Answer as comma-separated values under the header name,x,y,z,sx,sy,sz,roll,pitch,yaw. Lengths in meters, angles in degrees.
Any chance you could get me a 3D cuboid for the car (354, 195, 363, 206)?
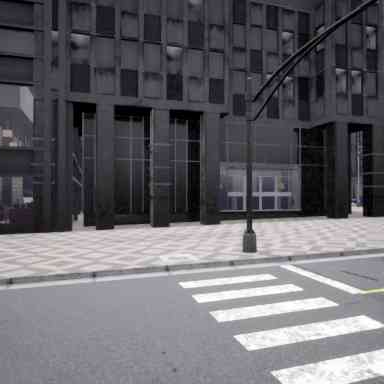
name,x,y,z,sx,sy,sz,roll,pitch,yaw
car,24.100,0.933,43.898,2.150,2.045,5.566,0,-2,-16
